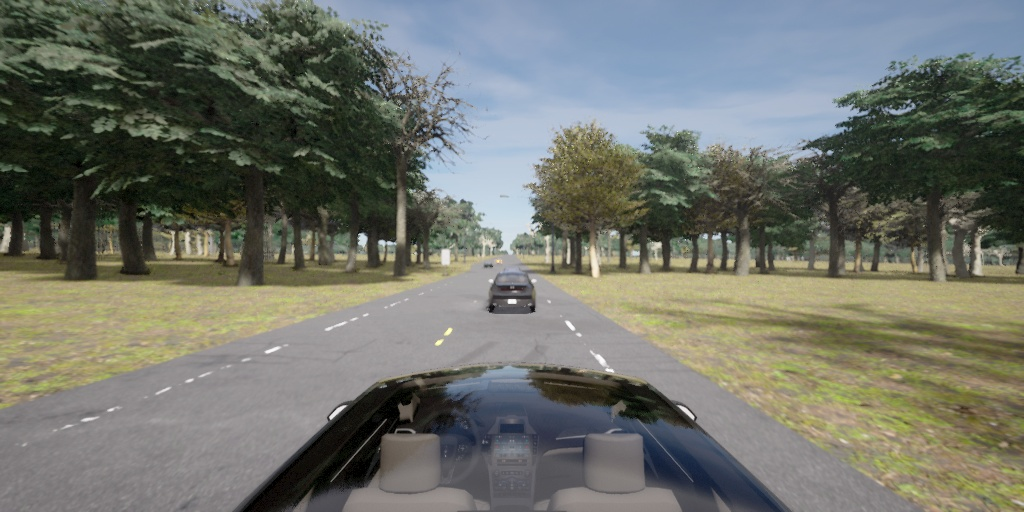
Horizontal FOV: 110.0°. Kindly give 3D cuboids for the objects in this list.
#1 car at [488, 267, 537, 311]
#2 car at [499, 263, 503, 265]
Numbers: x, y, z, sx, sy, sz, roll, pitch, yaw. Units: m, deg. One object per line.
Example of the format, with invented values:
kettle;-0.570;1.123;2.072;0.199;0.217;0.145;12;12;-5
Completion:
car;0.027;1.402;15.349;1.837;1.490;4.892;0;0;0
car;0.023;1.576;29.376;2.033;1.411;5.357;0;0;0
